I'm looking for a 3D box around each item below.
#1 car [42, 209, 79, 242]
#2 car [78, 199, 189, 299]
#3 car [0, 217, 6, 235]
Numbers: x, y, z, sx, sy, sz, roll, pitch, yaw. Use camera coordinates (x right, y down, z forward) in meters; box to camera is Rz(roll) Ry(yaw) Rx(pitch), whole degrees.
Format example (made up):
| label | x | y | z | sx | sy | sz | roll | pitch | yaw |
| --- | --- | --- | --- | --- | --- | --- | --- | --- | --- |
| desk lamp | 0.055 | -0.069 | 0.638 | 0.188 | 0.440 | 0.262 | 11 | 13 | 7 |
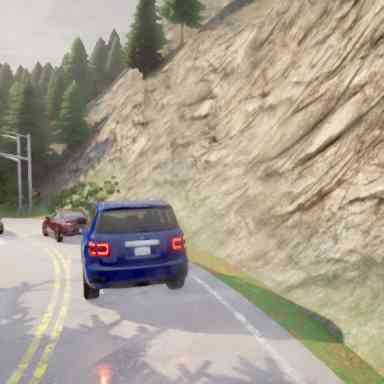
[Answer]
| label | x | y | z | sx | sy | sz | roll | pitch | yaw |
| --- | --- | --- | --- | --- | --- | --- | --- | --- | --- |
| car | -6.266 | 1.588 | 16.877 | 1.812 | 1.442 | 4.674 | -3 | 1 | -35 |
| car | -1.785 | 1.219 | 8.823 | 2.150 | 2.045 | 5.566 | -1 | 0 | -19 |
| car | -12.610 | 1.842 | 20.028 | 2.033 | 1.411 | 5.357 | -3 | 1 | -37 |
